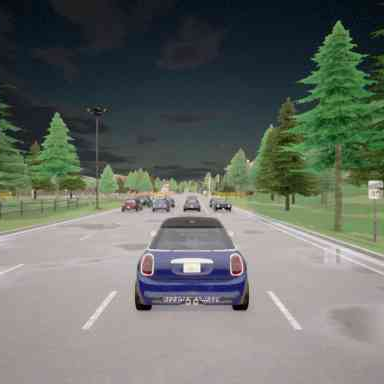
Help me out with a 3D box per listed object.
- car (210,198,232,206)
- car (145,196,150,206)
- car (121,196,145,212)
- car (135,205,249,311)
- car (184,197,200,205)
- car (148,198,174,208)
[{"bbox_3d":[3.500,1.601,39.032,1.895,1.301,4.718,0,0,0],"label":"car"},{"bbox_3d":[-7.000,1.352,48.976,2.097,1.767,4.553,0,0,0],"label":"car"},{"bbox_3d":[-7.000,1.525,39.002,1.812,1.442,4.674,0,0,0],"label":"car"},{"bbox_3d":[0.000,1.352,7.942,2.097,1.767,4.553,0,0,0],"label":"car"},{"bbox_3d":[0.000,1.564,38.969,1.994,1.385,4.181,0,0,0],"label":"car"},{"bbox_3d":[-3.500,1.547,38.586,2.033,1.411,5.357,0,0,0],"label":"car"}]
